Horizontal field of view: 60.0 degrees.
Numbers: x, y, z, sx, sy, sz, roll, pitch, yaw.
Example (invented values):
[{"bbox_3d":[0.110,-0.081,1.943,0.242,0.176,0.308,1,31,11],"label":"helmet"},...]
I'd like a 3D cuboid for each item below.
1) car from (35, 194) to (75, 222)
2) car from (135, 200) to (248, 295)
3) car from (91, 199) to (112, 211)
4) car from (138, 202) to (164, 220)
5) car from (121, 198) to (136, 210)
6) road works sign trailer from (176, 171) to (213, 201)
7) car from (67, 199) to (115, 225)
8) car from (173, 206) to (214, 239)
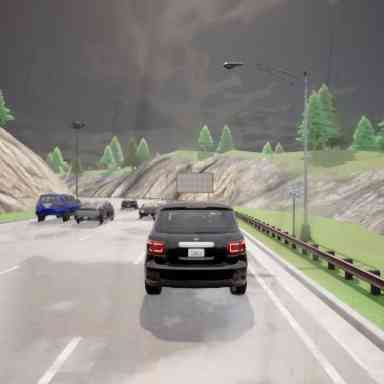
[{"bbox_3d":[-10.452,1.212,26.669,2.150,2.045,5.566,0,-1,0],"label":"car"},{"bbox_3d":[0.087,1.221,8.866,2.150,2.045,5.566,0,0,0],"label":"car"},{"bbox_3d":[-11.415,1.601,42.217,1.895,1.301,4.718,0,0,-7],"label":"car"},{"bbox_3d":[-3.499,1.600,29.216,1.895,1.301,4.718,0,0,-2],"label":"car"},{"bbox_3d":[-7.947,1.478,42.489,1.882,1.535,5.008,0,0,-7],"label":"car"},{"bbox_3d":[0.186,0.464,21.583,2.380,3.560,2.880,0,0,0],"label":"road works sign trailer"},{"bbox_3d":[-6.939,1.491,24.149,2.128,1.511,4.902,0,0,0],"label":"car"},{"bbox_3d":[0.088,1.559,18.086,1.994,1.385,4.181,0,0,0],"label":"car"}]
